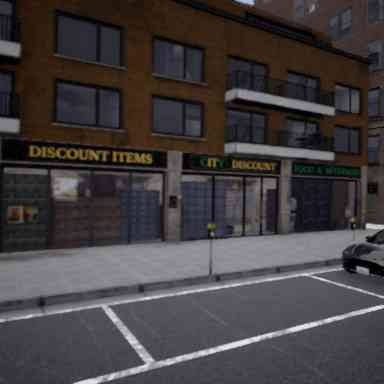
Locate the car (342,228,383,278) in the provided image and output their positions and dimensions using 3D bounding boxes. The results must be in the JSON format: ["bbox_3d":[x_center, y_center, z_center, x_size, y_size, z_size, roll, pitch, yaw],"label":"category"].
[{"bbox_3d":[6.175,1.617,9.356,4.313,1.339,1.947,1,0,-29],"label":"car"}]
